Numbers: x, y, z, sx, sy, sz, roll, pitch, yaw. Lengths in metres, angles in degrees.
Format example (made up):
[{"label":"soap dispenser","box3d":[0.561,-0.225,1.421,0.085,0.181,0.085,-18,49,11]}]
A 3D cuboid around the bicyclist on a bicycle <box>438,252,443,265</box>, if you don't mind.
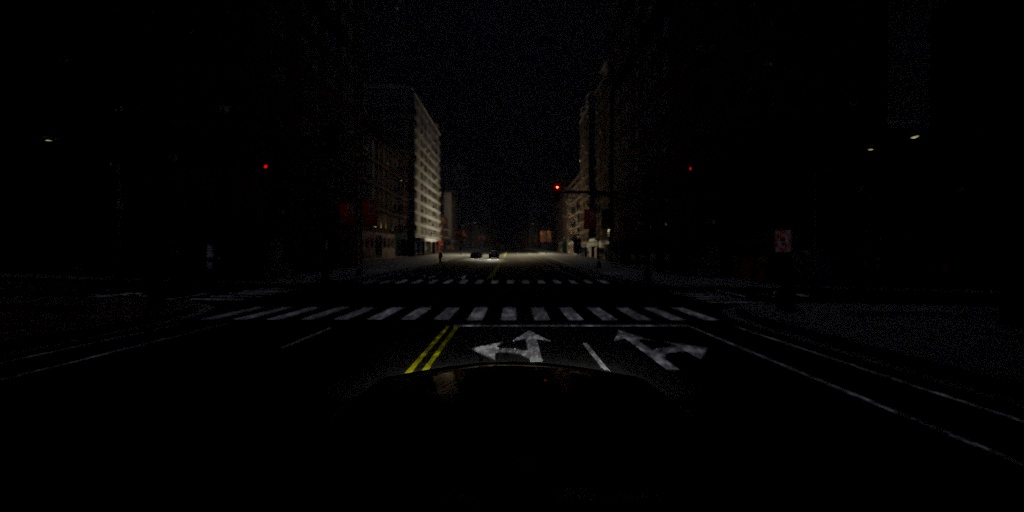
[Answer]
[{"label":"bicyclist on a bicycle","box3d":[-8.760,0.318,44.060,0.582,1.620,1.656,0,2,0]}]
